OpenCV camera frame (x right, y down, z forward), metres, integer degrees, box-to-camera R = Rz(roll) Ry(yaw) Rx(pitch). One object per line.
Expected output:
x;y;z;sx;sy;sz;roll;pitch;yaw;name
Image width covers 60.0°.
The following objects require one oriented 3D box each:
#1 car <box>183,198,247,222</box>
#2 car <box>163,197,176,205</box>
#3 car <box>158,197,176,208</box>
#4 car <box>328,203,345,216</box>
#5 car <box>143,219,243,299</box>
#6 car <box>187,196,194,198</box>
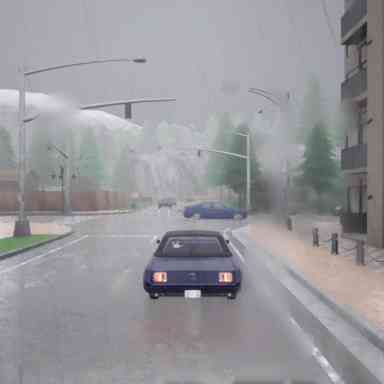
1.777;1.477;25.892;5.008;1.535;1.882;0;0;-2;car
-3.816;1.564;57.886;1.994;1.385;4.181;0;0;1;car
-3.790;1.547;47.897;2.033;1.411;5.357;0;0;0;car
14.709;1.367;29.892;4.553;1.767;2.097;0;0;-1;car
0.026;1.601;8.381;1.895;1.301;4.718;0;0;0;car
-0.305;1.547;68.230;2.033;1.411;5.357;0;0;0;car
